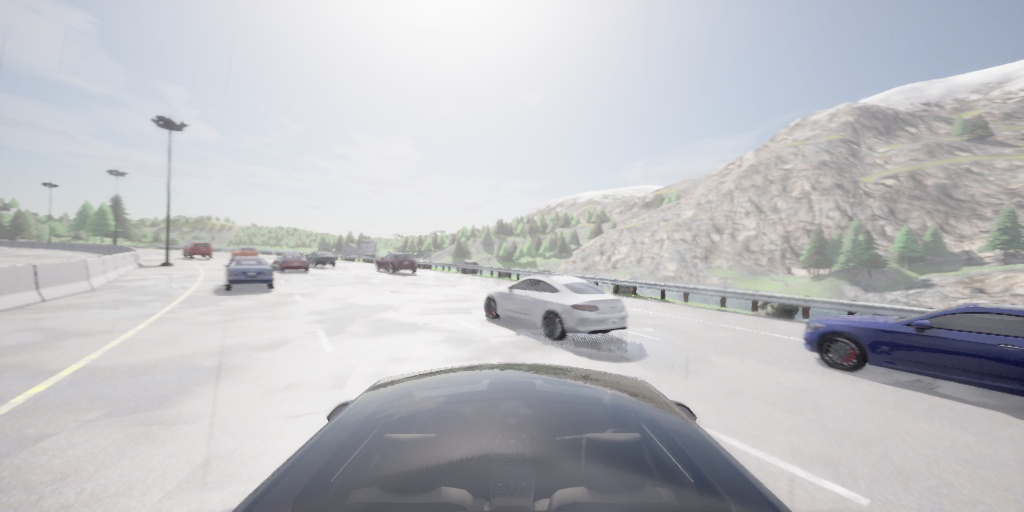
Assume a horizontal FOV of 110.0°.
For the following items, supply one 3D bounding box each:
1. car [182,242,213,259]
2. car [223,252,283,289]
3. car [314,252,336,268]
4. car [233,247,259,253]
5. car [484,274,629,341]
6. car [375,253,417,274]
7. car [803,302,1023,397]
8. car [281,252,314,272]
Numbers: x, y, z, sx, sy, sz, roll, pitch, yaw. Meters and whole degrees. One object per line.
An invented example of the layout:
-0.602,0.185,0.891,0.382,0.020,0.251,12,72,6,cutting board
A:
-39.219,-0.697,44.775,5.566,2.045,2.150,2,0,38,car
-12.643,0.744,17.251,2.033,1.411,5.357,1,1,-38,car
-18.703,0.333,34.947,1.837,1.490,4.892,3,0,-44,car
-31.748,-0.308,42.678,4.553,1.767,2.097,2,1,41,car
0.983,1.225,9.817,1.812,1.442,4.674,2,1,-33,car
-9.862,0.503,30.339,2.097,1.767,4.553,1,1,-41,car
7.651,1.475,5.749,1.812,1.442,4.674,2,1,-30,car
-17.566,0.493,28.476,1.994,1.385,4.181,1,1,-42,car
